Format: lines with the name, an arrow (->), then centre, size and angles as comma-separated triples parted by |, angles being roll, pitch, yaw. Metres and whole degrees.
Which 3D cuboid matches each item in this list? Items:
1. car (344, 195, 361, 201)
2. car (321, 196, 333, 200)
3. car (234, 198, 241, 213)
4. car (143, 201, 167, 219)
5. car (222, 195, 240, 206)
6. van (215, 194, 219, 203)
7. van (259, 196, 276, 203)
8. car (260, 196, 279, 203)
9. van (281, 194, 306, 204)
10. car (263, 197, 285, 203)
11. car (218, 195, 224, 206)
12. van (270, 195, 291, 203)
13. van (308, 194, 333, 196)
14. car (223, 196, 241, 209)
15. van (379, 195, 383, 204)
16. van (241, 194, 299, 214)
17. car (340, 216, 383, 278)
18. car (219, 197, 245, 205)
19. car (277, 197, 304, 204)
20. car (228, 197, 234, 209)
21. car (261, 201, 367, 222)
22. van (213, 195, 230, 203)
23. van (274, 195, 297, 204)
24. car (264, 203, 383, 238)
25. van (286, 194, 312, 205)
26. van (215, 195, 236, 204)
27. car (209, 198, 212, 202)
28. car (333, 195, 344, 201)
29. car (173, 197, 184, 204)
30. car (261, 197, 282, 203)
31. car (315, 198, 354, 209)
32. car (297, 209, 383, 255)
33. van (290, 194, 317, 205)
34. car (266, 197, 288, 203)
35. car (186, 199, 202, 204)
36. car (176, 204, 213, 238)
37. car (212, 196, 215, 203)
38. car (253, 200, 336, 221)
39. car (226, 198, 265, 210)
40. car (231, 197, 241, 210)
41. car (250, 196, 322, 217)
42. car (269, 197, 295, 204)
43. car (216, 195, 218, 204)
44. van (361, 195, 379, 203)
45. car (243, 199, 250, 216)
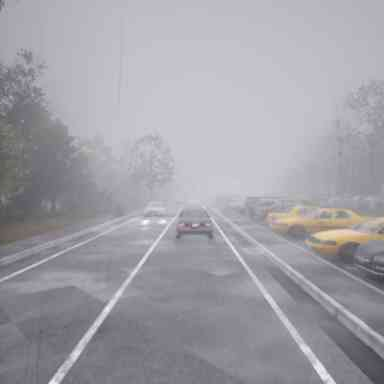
car -> 20.166, 1.306, 36.307 | 5.566, 2.045, 2.435 | 0, 0, 0
car -> 20.257, 1.596, 44.617 | 5.008, 1.535, 2.097 | 0, 0, 0
car -> 7.064, 1.582, 33.721 | 4.792, 1.488, 2.163 | 0, 0, 0
car -> -3.270, 1.579, 30.096 | 1.812, 1.442, 4.674 | 0, 0, 0
car -> 7.200, 1.617, 47.601 | 4.892, 1.521, 2.231 | 0, 0, 0
van -> 7.225, 1.467, 64.260 | 4.442, 1.987, 1.878 | 0, 0, 0
van -> 20.762, 1.970, 91.687 | 4.442, 1.987, 1.878 | 0, -1, 0
car -> 20.591, 2.013, 88.917 | 4.553, 1.767, 2.185 | 0, -1, 0
van -> 20.327, 1.473, 66.912 | 4.442, 1.987, 1.878 | 0, -1, 0
car -> 20.573, 2.024, 83.374 | 5.008, 1.535, 2.097 | 0, -1, 0
car -> 7.043, 1.626, 50.379 | 5.366, 1.575, 1.946 | 0, 0, 0
van -> 20.649, 1.684, 77.839 | 4.442, 1.987, 1.878 | 0, -1, 0
van -> 20.425, 1.396, 50.282 | 4.442, 1.987, 1.878 | 0, 0, 0
car -> 6.976, 1.588, 42.051 | 5.366, 1.575, 1.946 | 0, 0, 0
van -> 20.266, 1.306, 30.766 | 4.442, 1.987, 1.878 | 0, 0, 0
van -> 7.187, 1.314, 30.945 | 4.442, 1.987, 1.878 | 0, 0, 0
car -> 6.896, 1.548, 8.747 | 4.892, 1.521, 2.231 | 0, 0, 0
car -> 7.322, 1.720, 61.482 | 4.674, 1.452, 2.002 | 0, 0, 0
car -> 20.470, 1.737, 69.528 | 5.008, 1.535, 2.097 | 0, -1, 0
car -> 7.109, 1.608, 39.273 | 4.792, 1.488, 2.163 | 0, 0, 0
car -> 7.166, 1.506, 19.847 | 5.366, 1.575, 1.946 | 0, 0, 0
van -> 7.639, 1.867, 86.447 | 4.442, 1.987, 1.878 | 0, -1, 0
van -> 20.370, 1.569, 72.303 | 4.442, 1.987, 1.878 | 0, -1, 0
car -> 6.773, 1.511, 17.198 | 5.366, 1.575, 1.946 | 0, 0, 0
van -> 20.536, 1.459, 64.007 | 4.442, 1.987, 1.878 | 0, 0, 0
van -> 7.293, 1.580, 72.571 | 4.442, 1.987, 1.878 | 0, -1, 0
car -> 7.505, 2.035, 83.667 | 5.008, 1.535, 2.097 | 0, -1, 0
car -> 20.189, 1.319, 39.077 | 5.566, 2.045, 2.435 | 0, 0, 0
car -> -2.914, 1.861, 71.764 | 1.812, 1.442, 4.674 | 0, -1, 0
car -> 20.596, 2.084, 86.269 | 5.008, 1.535, 2.097 | 0, -1, 0
car -> 20.288, 1.649, 47.511 | 4.674, 1.452, 2.002 | 0, 0, 0
car -> 6.727, 1.532, 11.524 | 5.366, 1.575, 1.946 | 0, 0, 0
van -> 20.515, 1.447, 61.362 | 4.442, 1.987, 1.878 | 0, 0, 0
car -> 20.549, 1.968, 80.605 | 4.892, 1.521, 2.231 | 0, -1, 0
car -> 0.234, 1.612, 40.528 | 1.812, 1.442, 4.674 | 0, 0, 0
car -> 0.125, 1.569, 17.712 | 2.033, 1.411, 5.357 | 0, 0, 0
car -> 7.392, 1.455, 67.035 | 5.566, 2.045, 2.435 | 0, 0, 0
car -> 6.997, 1.511, 22.616 | 4.892, 1.521, 2.231 | 0, 0, 0
car -> 7.190, 1.605, 44.825 | 4.892, 1.521, 2.231 | 0, 0, 0
car -> 7.087, 1.595, 36.497 | 4.792, 1.488, 2.163 | 0, 0, 0
car -> 7.057, 1.391, 25.396 | 4.553, 1.767, 2.185 | 0, 0, 0
car -> 20.325, 1.849, 75.066 | 5.366, 1.575, 1.946 | 0, -1, 0
car -> 7.291, 1.667, 58.706 | 5.008, 1.535, 2.097 | 0, 0, 0
van -> 20.055, 1.319, 33.538 | 4.442, 1.987, 1.878 | 0, 0, 0
car -> 7.077, 1.556, 28.168 | 4.792, 1.488, 2.163 | 0, 0, 0
